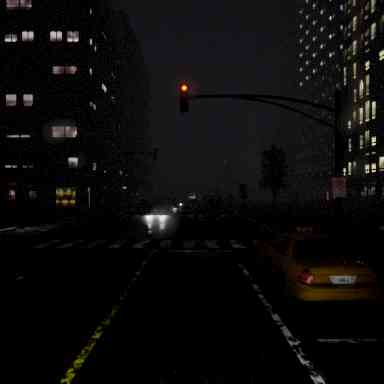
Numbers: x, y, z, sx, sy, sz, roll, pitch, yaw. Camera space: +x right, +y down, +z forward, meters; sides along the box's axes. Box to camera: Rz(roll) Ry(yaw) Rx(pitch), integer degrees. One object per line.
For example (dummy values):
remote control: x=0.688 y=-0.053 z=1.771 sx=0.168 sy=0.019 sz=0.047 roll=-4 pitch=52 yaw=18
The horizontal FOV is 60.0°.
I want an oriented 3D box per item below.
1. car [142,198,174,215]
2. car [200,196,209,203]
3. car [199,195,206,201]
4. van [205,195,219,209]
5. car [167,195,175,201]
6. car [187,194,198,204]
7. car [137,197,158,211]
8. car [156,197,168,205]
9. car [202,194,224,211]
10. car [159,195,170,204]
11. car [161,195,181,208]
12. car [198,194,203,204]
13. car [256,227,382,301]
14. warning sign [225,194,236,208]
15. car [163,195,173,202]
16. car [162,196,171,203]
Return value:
car: x=-3.343 y=1.575 z=33.799 sx=1.994 sy=1.385 sz=4.181 roll=0 pitch=0 yaw=5
car: x=2.747 y=1.611 z=73.635 sx=1.887 sy=1.381 sz=4.507 roll=0 pitch=0 yaw=0
car: x=2.761 y=1.624 z=90.385 sx=1.752 sy=1.417 sz=4.829 roll=0 pitch=0 yaw=0
van: x=2.724 y=1.363 z=46.001 sx=1.690 sy=1.788 sz=3.998 roll=0 pitch=0 yaw=0
car: x=-5.619 y=1.624 z=90.052 sx=1.752 sy=1.417 sz=4.829 roll=0 pitch=0 yaw=0
car: x=0.156 y=1.653 z=66.199 sx=1.895 sy=1.301 sz=4.718 roll=0 pitch=0 yaw=0
car: x=-5.659 y=1.567 z=40.482 sx=2.008 sy=1.369 sz=4.403 roll=0 pitch=0 yaw=0
car: x=-5.642 y=1.591 z=62.587 sx=1.887 sy=1.381 sz=4.507 roll=0 pitch=0 yaw=0
car: x=2.720 y=1.332 z=40.475 sx=2.192 sy=1.841 sz=5.009 roll=0 pitch=0 yaw=0
car: x=-5.638 y=1.496 z=68.115 sx=1.967 sy=1.590 sz=4.097 roll=0 pitch=0 yaw=0
car: x=-3.056 y=1.573 z=48.791 sx=2.033 sy=1.411 sz=5.357 roll=0 pitch=0 yaw=0
car: x=2.737 y=1.361 z=62.581 sx=2.192 sy=1.841 sz=5.009 roll=0 pitch=0 yaw=0
car: x=2.694 y=1.526 z=8.232 sx=1.752 sy=1.417 sz=4.829 roll=0 pitch=0 yaw=0
warning sign: x=5.109 y=1.135 z=43.730 sx=1.300 sy=1.860 sz=1.060 roll=0 pitch=0 yaw=0
car: x=-5.629 y=1.516 z=79.168 sx=1.967 sy=1.590 sz=4.097 roll=0 pitch=0 yaw=0
car: x=-5.633 y=1.648 z=73.642 sx=1.802 sy=1.307 sz=4.206 roll=0 pitch=0 yaw=0
